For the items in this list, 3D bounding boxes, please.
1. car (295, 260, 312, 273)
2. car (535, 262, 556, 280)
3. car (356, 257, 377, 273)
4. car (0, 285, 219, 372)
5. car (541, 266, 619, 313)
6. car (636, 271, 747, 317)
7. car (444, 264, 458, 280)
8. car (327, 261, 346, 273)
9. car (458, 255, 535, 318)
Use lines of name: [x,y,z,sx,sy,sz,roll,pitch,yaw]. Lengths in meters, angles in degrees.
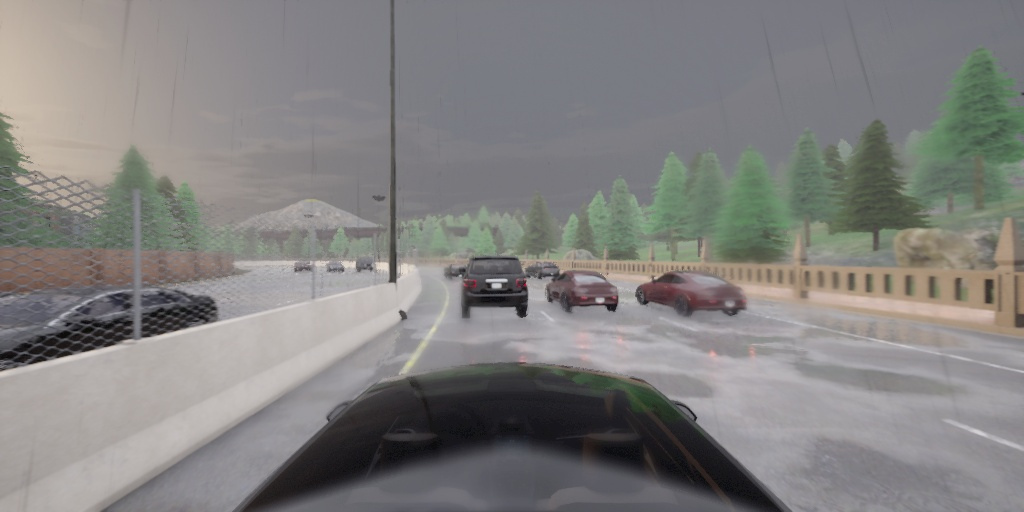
car: [-27.330,1.279,47.187,2.097,1.767,4.553,0,0,-31]
car: [2.608,1.268,31.304,2.128,1.511,4.902,0,0,-15]
car: [-19.185,1.116,47.148,2.150,2.045,5.566,0,-1,-29]
car: [-7.368,1.279,5.983,2.128,1.511,4.902,0,0,-3]
car: [2.614,1.280,14.019,1.812,1.442,4.674,0,0,-7]
car: [6.244,1.263,12.975,1.812,1.442,4.674,0,0,-6]
car: [-5.029,1.412,32.499,1.895,1.301,4.718,0,0,-18]
car: [-22.946,1.409,46.679,1.837,1.490,4.892,0,0,-30]
car: [-0.777,0.990,13.389,2.150,2.045,5.566,0,0,-7]
